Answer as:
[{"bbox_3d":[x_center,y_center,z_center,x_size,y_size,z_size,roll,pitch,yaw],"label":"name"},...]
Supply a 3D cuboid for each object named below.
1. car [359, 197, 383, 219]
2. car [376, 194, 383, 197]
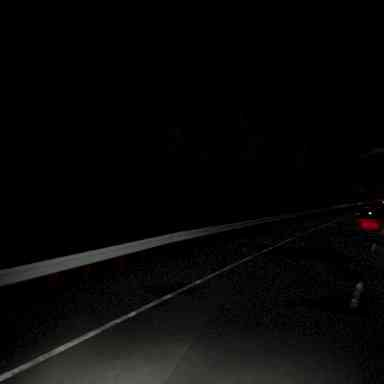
[{"bbox_3d":[16.160,1.502,29.524,1.837,1.490,4.892,0,0,35],"label":"car"},{"bbox_3d":[22.246,1.219,38.041,2.150,2.045,5.566,0,0,36],"label":"car"}]
